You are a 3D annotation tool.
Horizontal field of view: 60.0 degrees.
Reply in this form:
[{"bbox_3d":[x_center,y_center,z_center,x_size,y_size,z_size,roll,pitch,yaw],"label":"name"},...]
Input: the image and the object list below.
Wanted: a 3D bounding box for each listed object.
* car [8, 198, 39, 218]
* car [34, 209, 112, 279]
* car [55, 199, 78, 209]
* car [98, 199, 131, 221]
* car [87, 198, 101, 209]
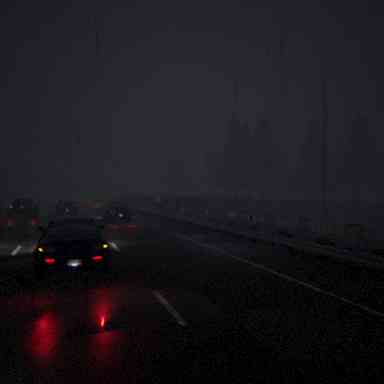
[{"bbox_3d":[-14.825,1.296,29.523,2.097,1.767,4.553,0,0,-21],"label":"car"},{"bbox_3d":[-3.537,1.446,9.820,1.812,1.442,4.674,0,0,-21],"label":"car"},{"bbox_3d":[-11.960,1.455,31.829,2.128,1.511,4.902,0,0,-21],"label":"car"},{"bbox_3d":[-5.885,1.463,25.746,1.812,1.442,4.674,0,0,-21],"label":"car"},{"bbox_3d":[-11.948,1.502,41.585,1.882,1.535,5.008,0,0,-21],"label":"car"}]
